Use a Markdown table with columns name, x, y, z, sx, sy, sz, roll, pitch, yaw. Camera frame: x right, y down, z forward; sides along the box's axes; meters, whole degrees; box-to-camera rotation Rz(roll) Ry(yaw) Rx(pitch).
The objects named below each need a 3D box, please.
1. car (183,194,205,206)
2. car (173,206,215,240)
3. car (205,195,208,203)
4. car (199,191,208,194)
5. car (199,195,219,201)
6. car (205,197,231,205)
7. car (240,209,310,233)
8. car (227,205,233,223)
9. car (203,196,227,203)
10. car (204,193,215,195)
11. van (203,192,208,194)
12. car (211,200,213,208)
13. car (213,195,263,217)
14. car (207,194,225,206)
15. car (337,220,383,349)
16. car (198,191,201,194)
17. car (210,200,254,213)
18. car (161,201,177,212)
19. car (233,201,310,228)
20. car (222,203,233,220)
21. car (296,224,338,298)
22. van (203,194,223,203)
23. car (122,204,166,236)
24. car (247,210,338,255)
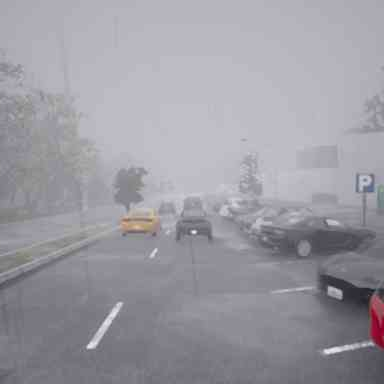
| name | x | y | z | sx | sy | sz | roll | pitch | yaw |
| --- | --- | --- | --- | --- | --- | --- | --- | --- | --- |
| car | 0.098 | 1.560 | 39.653 | 2.150 | 2.045 | 5.566 | 0 | 0 | 0 |
| car | 0.099 | 1.733 | 18.632 | 1.837 | 1.490 | 4.892 | 0 | -1 | 0 |
| car | 5.042 | 1.799 | 61.378 | 4.792 | 1.488 | 2.163 | 1 | 0 | -20 |
| car | 5.045 | 1.472 | 76.312 | 5.566 | 2.045 | 2.435 | 1 | 0 | -20 |
| car | 4.894 | 1.618 | 94.164 | 5.366 | 1.575 | 1.946 | 1 | 1 | -20 |
| car | 5.063 | 1.801 | 64.397 | 4.674 | 1.452 | 2.002 | 1 | 0 | -20 |
| car | 5.072 | 1.729 | 16.351 | 4.674 | 1.452 | 2.002 | 1 | 0 | -20 |
| car | 5.072 | 1.795 | 22.350 | 4.674 | 1.452 | 2.002 | 1 | 0 | -20 |
| car | 5.061 | 1.734 | 73.344 | 4.892 | 1.521 | 2.231 | 1 | 0 | -20 |
| car | 5.039 | 1.625 | 67.369 | 4.553 | 1.767 | 2.185 | 1 | 0 | -20 |
| van | 5.178 | 1.518 | 70.404 | 4.442 | 1.987 | 1.878 | 1 | 0 | -20 |
| car | 4.897 | 1.807 | 31.302 | 5.366 | 1.575 | 1.946 | 1 | 0 | -20 |
| car | 5.098 | 1.547 | 28.376 | 5.566 | 2.045 | 2.435 | 1 | -1 | -20 |
| car | 5.046 | 1.578 | 37.356 | 5.566 | 2.045 | 2.435 | 1 | 0 | -20 |
| car | 5.049 | 1.288 | 4.334 | 5.566 | 2.045 | 2.435 | 1 | 0 | -20 |
| car | 5.096 | 1.453 | 82.308 | 5.566 | 2.045 | 2.435 | 1 | 0 | -20 |
| car | 5.240 | 1.823 | 43.449 | 5.366 | 1.575 | 1.946 | 1 | 0 | -20 |
| car | -2.902 | 1.830 | 40.033 | 2.128 | 1.511 | 4.902 | 0 | 0 | 0 |
| car | 5.102 | 1.597 | 19.363 | 4.553 | 1.767 | 2.185 | 1 | 0 | -20 |
| car | 5.095 | 1.807 | 25.375 | 4.792 | 1.488 | 2.163 | 1 | -1 | -20 |
| car | 5.044 | 1.604 | 7.334 | 4.792 | 1.488 | 2.163 | 1 | -1 | -20 |
| van | 4.961 | 1.487 | 79.265 | 4.442 | 1.987 | 1.878 | 1 | 0 | -20 |
| car | -2.901 | 1.720 | 19.985 | 1.882 | 1.535 | 5.008 | 0 | -1 | 0 |
| car | 5.063 | 1.653 | 13.351 | 5.008 | 1.535 | 2.097 | 1 | -1 | -20 |
